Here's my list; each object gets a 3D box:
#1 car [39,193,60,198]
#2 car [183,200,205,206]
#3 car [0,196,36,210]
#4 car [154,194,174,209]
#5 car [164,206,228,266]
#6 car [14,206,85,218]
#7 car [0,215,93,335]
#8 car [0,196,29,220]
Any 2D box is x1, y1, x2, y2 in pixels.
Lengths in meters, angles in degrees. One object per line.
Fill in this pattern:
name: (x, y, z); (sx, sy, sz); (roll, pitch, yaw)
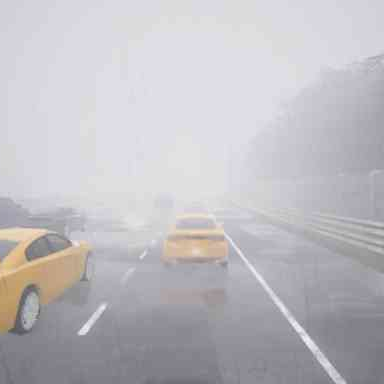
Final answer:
car: (-24.202, 0.838, 56.726); (1.882, 1.535, 5.008); (0, 1, 1)
car: (0.191, 1.399, 29.601); (1.812, 1.442, 4.674); (0, 1, 0)
car: (-20.885, 1.256, 39.710); (2.033, 1.411, 5.357); (0, 1, 1)
car: (-3.334, 1.048, 40.391); (2.097, 1.767, 4.553); (0, 1, 0)
car: (0.114, 1.475, 11.539); (1.882, 1.535, 5.008); (0, 0, 0)
car: (-6.869, 1.488, 17.220); (1.837, 1.490, 4.892); (0, 0, 0)
car: (-3.496, 1.478, 6.713); (1.882, 1.535, 5.008); (0, 0, 0)
car: (-10.370, 1.205, 17.089); (2.150, 2.045, 5.566); (0, 0, 0)
